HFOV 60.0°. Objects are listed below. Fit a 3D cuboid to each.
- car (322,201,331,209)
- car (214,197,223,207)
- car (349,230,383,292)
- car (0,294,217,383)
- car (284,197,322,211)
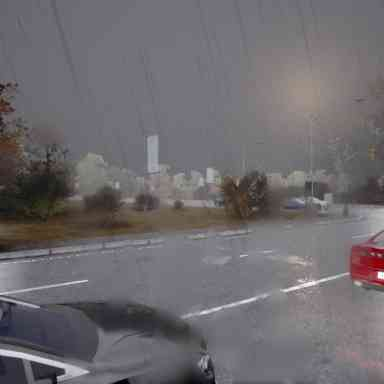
[{"bbox_3d":[13.898,1.281,39.162,1.812,1.442,4.674,-1,0,-39],"label":"car"},{"bbox_3d":[5.056,1.296,44.561,1.837,1.490,4.892,-1,0,-39],"label":"car"},{"bbox_3d":[5.709,1.445,7.814,5.008,1.535,1.882,0,0,-36],"label":"car"},{"bbox_3d":[-2.007,1.492,2.299,4.902,1.511,2.128,0,0,-35],"label":"car"},{"bbox_3d":[11.113,1.334,37.009,2.033,1.411,5.357,-1,0,-39],"label":"car"}]
